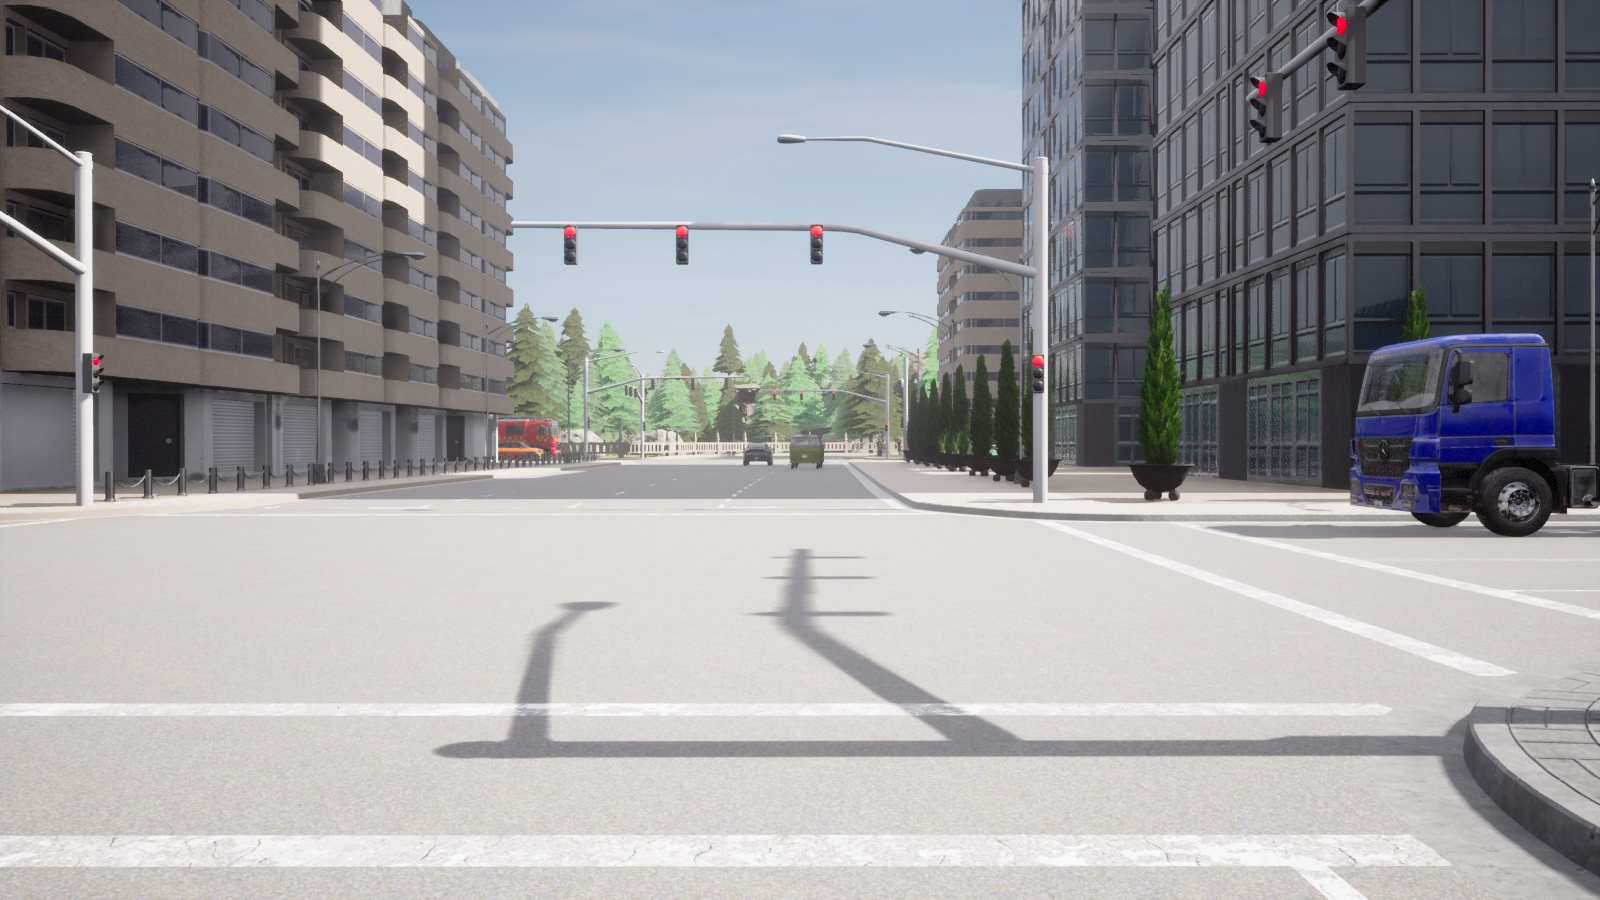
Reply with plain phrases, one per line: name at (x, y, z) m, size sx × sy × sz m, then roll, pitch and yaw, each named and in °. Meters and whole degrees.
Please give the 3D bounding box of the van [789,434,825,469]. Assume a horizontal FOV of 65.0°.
van at (0.441, 0.085, 73.374) m, size 1.775 × 1.987 × 4.442 m, roll 0°, pitch 0°, yaw 4°

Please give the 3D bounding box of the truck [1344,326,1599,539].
truck at (14.035, -0.291, 21.786) m, size 7.936 × 3.462 × 2.891 m, roll 0°, pitch 0°, yaw 1°

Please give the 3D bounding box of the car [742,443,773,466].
car at (-2.794, 0.274, 84.086) m, size 1.837 × 1.490 × 4.892 m, roll 0°, pitch 0°, yaw 1°
